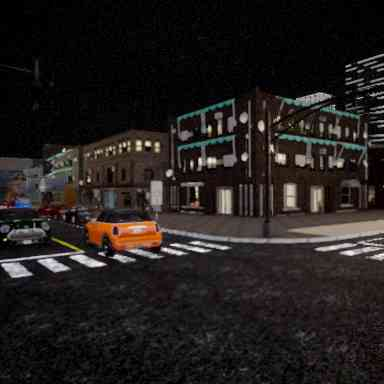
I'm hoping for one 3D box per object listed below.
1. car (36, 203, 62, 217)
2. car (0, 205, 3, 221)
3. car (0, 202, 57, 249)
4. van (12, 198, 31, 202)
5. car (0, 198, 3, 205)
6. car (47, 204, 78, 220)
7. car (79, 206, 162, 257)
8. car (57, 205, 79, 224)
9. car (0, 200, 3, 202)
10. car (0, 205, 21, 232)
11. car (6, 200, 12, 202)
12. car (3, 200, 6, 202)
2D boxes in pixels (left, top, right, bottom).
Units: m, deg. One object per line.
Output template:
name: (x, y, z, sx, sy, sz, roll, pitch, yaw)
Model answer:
car: (-15.812, 1.973, 36.639, 1.802, 1.307, 4.206, -1, 0, -35)
car: (-19.744, 1.978, 32.205, 2.033, 1.411, 5.357, -1, 0, -35)
car: (-8.234, 1.557, 15.951, 2.097, 1.767, 4.553, -1, 0, -34)
van: (-25.448, 1.914, 50.166, 1.690, 1.788, 3.998, -1, 0, -35)
car: (-47.916, 2.415, 81.731, 1.967, 1.590, 4.097, -1, 0, -35)
car: (-12.602, 1.911, 32.130, 1.802, 1.307, 4.206, -1, 0, -35)
car: (-3.014, 1.463, 13.840, 2.097, 1.767, 4.553, -1, -1, -30)
car: (-9.393, 1.818, 27.620, 2.008, 1.369, 4.403, -1, 0, -35)
car: (-38.283, 2.370, 68.204, 1.947, 1.339, 4.313, -1, 0, -35)
car: (-13.498, 1.787, 23.414, 1.882, 1.535, 5.008, -1, 0, -36)
car: (-28.658, 1.947, 54.675, 2.192, 1.841, 5.009, -1, 0, -35)
car: (-31.863, 2.234, 59.185, 1.887, 1.381, 4.507, -1, 0, -35)
